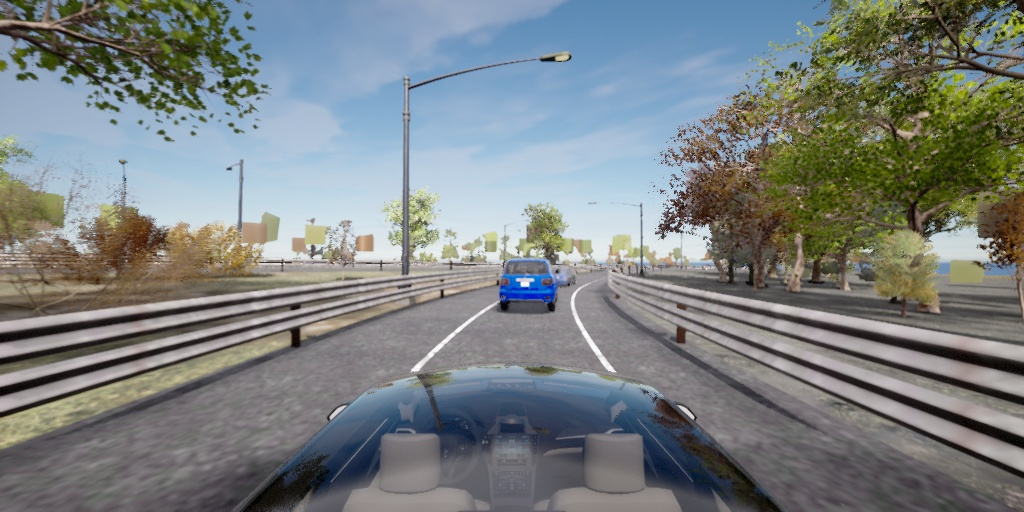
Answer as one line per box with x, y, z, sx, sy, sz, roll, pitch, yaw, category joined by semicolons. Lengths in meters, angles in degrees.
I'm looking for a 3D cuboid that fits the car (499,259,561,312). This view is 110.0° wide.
0.861;1.142;15.485;2.150;2.045;5.566;0;-1;8;car

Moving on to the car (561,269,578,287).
4.210;1.745;29.757;2.033;1.411;5.357;0;-1;18;car
